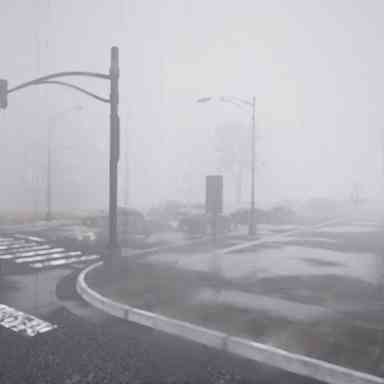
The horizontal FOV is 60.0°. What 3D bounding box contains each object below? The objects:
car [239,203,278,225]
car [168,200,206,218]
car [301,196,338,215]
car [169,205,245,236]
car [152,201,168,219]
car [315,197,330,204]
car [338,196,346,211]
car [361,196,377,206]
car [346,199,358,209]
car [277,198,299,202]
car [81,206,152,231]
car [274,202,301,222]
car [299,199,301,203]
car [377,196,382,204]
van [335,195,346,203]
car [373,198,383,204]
[{"bbox_3d":[4.236,1.744,23.801,1.947,1.339,4.313,1,0,36],"label":"car"},{"bbox_3d":[0.611,1.646,28.860,2.033,1.411,5.357,1,0,36],"label":"car"},{"bbox_3d":[14.668,1.575,38.119,2.192,1.841,5.009,1,0,36],"label":"car"},{"bbox_3d":[0.997,1.703,19.378,2.008,1.369,4.403,1,0,36],"label":"car"},{"bbox_3d":[-2.106,1.494,29.759,1.967,1.590,4.097,1,0,36],"label":"car"},{"bbox_3d":[27.514,1.860,69.988,1.947,1.339,4.313,1,0,36],"label":"car"},{"bbox_3d":[17.920,1.726,42.618,1.967,1.590,4.097,1,0,36],"label":"car"},{"bbox_3d":[34.376,1.945,65.176,1.752,1.417,4.829,1,0,36],"label":"car"},{"bbox_3d":[24.437,1.779,51.603,1.967,1.590,4.097,1,0,36],"label":"car"},{"bbox_3d":[12.415,1.719,44.892,1.812,1.442,4.674,1,0,37],"label":"car"},{"bbox_3d":[-4.927,1.619,21.302,1.994,1.385,4.181,1,0,36],"label":"car"},{"bbox_3d":[7.473,1.785,28.223,1.802,1.307,4.206,1,0,36],"label":"car"},{"bbox_3d":[17.574,1.738,56.416,1.752,1.417,4.829,1,0,36],"label":"car"},{"bbox_3d":[40.838,1.788,73.995,2.192,1.841,5.009,1,0,36],"label":"car"},{"bbox_3d":[37.355,1.717,83.424,1.690,1.788,3.998,1,0,36],"label":"van"},{"bbox_3d":[44.115,2.051,78.474,2.008,1.369,4.403,1,0,36],"label":"car"}]
